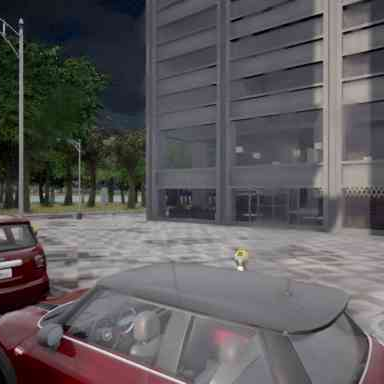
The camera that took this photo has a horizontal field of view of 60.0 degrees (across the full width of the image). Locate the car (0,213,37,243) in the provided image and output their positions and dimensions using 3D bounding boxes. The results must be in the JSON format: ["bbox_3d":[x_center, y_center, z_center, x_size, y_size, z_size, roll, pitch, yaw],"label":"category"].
[{"bbox_3d":[-4.780,1.314,6.367,5.009,1.841,2.192,0,0,35],"label":"car"}]

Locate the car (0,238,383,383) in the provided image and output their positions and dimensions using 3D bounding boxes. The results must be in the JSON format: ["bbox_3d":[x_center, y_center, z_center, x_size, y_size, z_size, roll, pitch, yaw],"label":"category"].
[{"bbox_3d":[-0.351,1.440,3.212,4.097,1.590,1.967,0,0,35],"label":"car"}]
